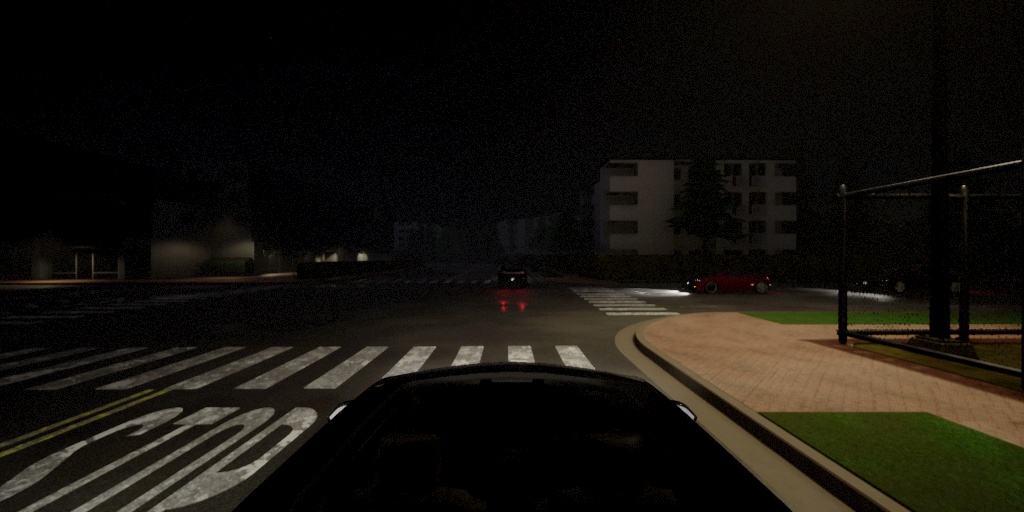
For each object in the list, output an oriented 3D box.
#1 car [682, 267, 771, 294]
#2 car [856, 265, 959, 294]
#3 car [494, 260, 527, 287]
[{"bbox_3d":[11.602,1.300,19.580,4.181,1.385,1.994,0,0,0],"label":"car"},{"bbox_3d":[21.746,1.241,19.631,4.892,1.490,1.837,0,0,0],"label":"car"},{"bbox_3d":[0.023,1.245,24.709,2.128,1.511,4.902,0,0,0],"label":"car"}]
